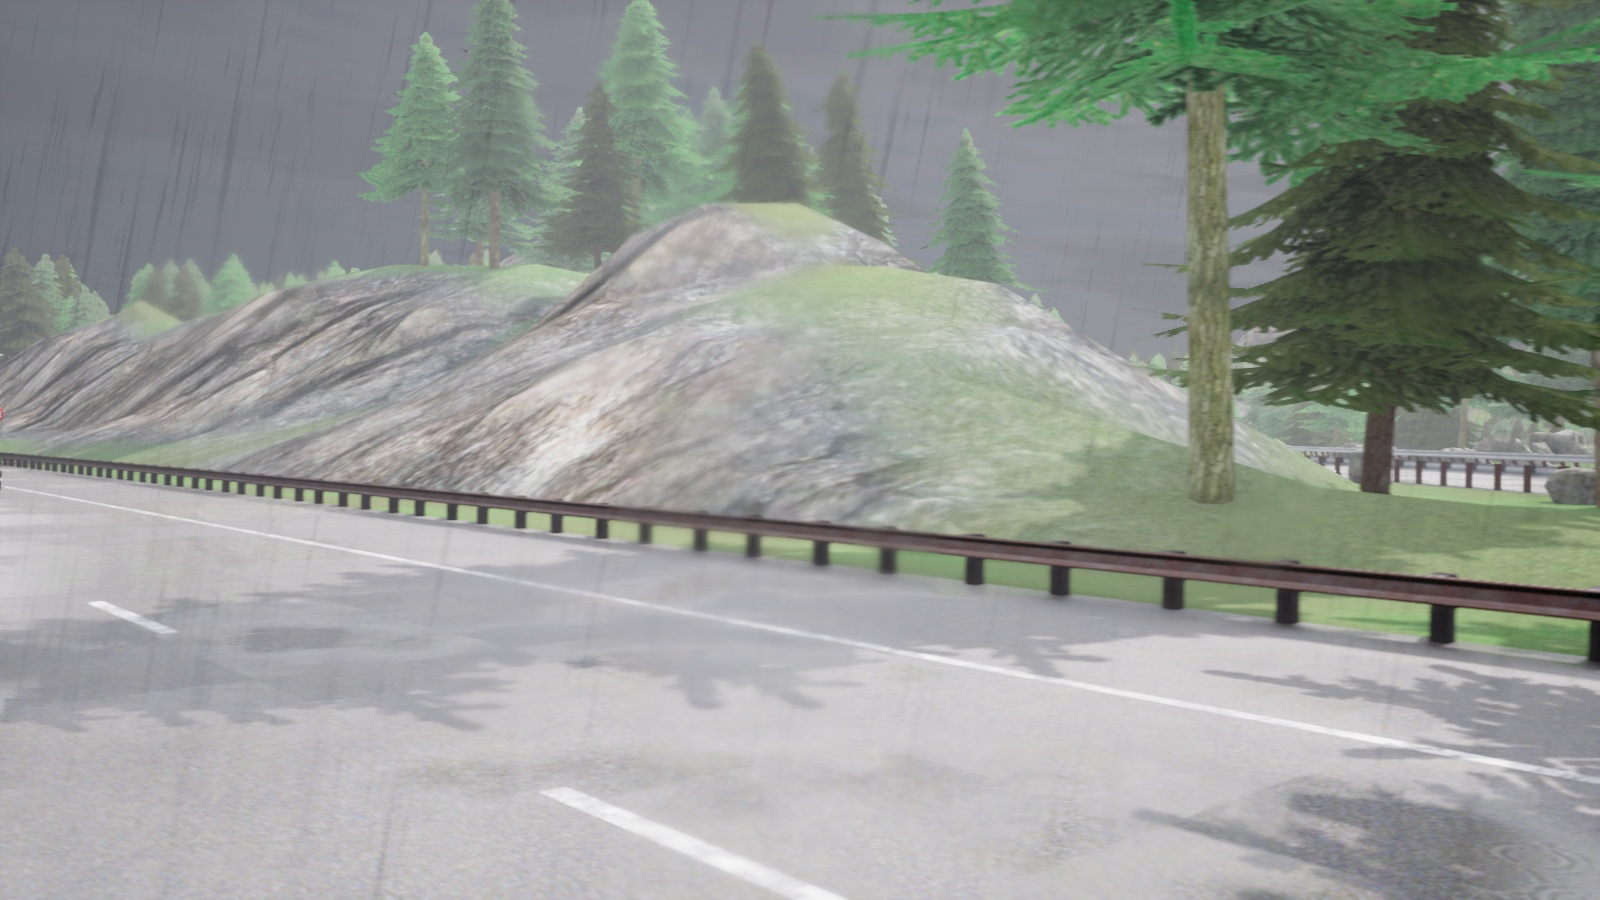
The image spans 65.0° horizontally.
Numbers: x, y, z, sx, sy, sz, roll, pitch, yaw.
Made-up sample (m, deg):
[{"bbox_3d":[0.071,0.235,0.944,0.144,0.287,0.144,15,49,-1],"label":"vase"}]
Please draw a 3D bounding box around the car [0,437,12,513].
[{"bbox_3d":[-18.189,0.511,26.687,1.789,1.549,3.705,-1,1,-42],"label":"car"}]
